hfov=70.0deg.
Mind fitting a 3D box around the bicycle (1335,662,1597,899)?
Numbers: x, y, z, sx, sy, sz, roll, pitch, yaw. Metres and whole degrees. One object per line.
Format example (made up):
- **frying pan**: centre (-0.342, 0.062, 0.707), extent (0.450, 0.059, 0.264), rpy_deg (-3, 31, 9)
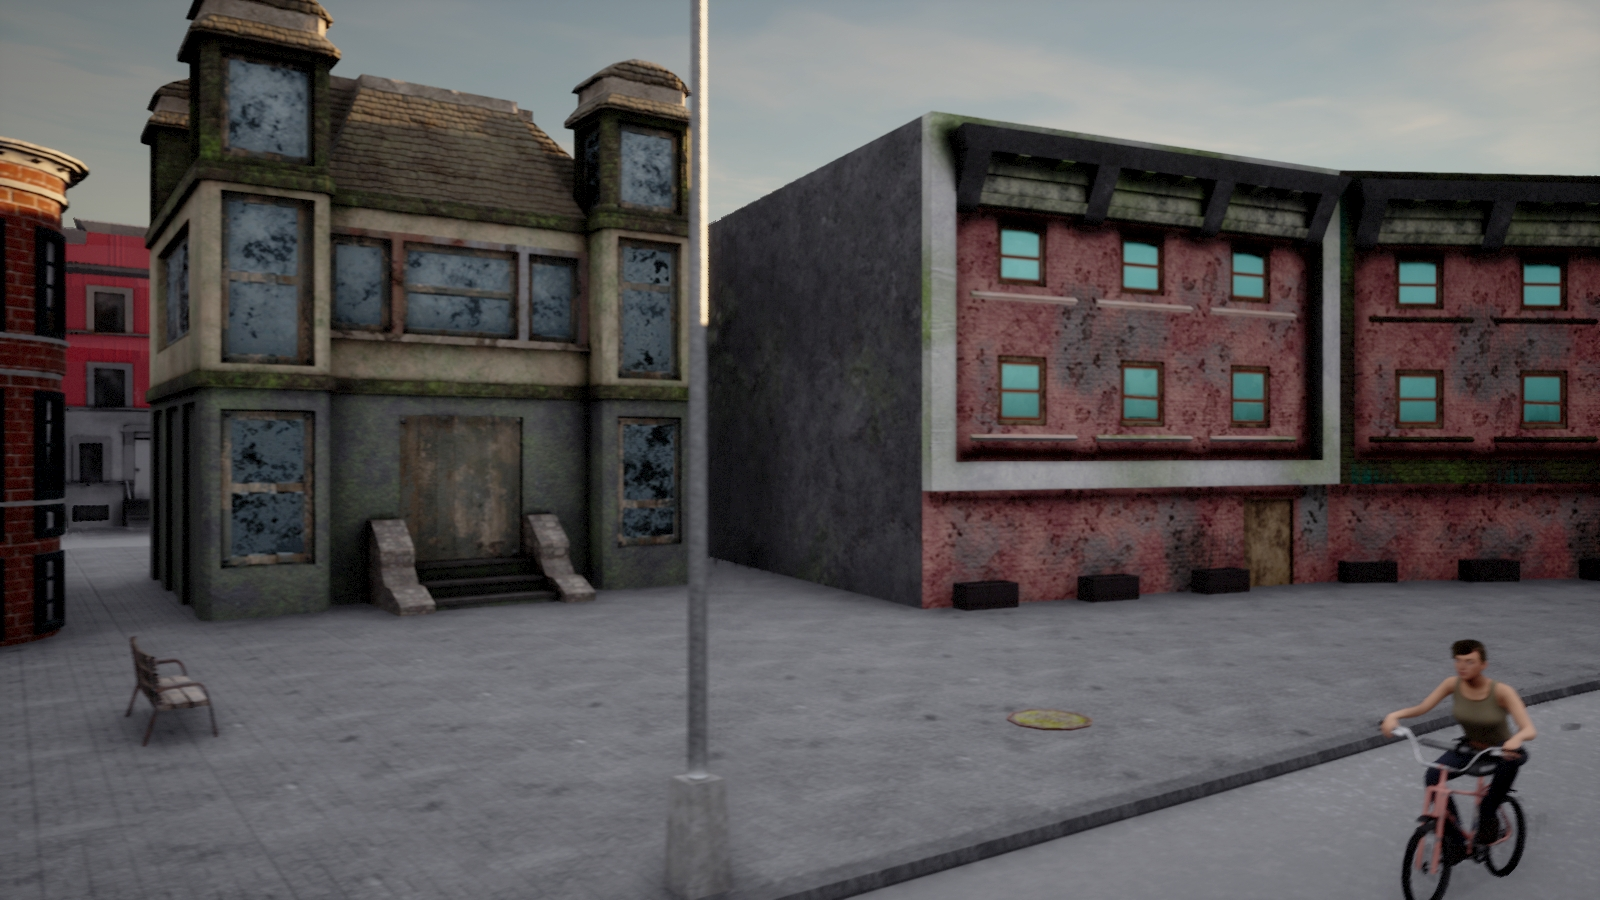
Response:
- **bicycle**: centre (4.220, 2.037, 7.230), extent (1.487, 1.080, 0.859), rpy_deg (-1, 1, -34)
